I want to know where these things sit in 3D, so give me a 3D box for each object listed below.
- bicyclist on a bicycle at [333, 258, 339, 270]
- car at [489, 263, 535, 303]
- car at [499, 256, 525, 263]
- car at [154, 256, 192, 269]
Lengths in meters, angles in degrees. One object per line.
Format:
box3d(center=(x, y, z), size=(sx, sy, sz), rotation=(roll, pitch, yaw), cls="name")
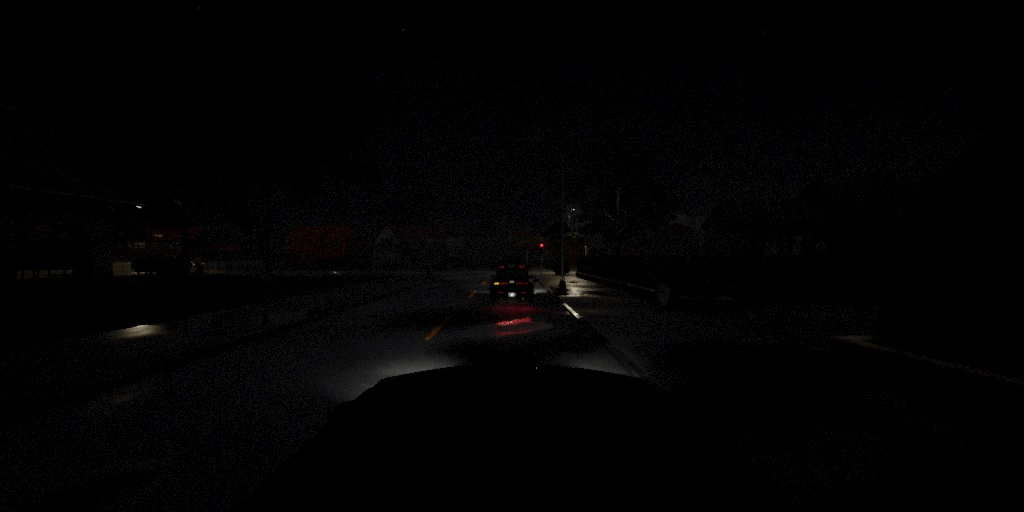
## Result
box3d(center=(-24.168, 1.097, 49.240), size=(0.582, 1.620, 1.656), rotation=(0, 0, 0), cls="bicyclist on a bicycle")
box3d(center=(0.000, 1.265, 16.500), size=(1.837, 1.490, 4.892), rotation=(0, 0, 0), cls="car")
box3d(center=(0.000, 1.007, 31.530), size=(2.150, 2.045, 5.566), rotation=(0, 0, 0), cls="car")
box3d(center=(-43.392, 1.006, 44.917), size=(5.566, 2.045, 2.150), rotation=(0, 0, 0), cls="car")
